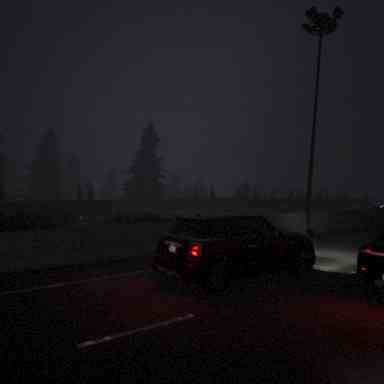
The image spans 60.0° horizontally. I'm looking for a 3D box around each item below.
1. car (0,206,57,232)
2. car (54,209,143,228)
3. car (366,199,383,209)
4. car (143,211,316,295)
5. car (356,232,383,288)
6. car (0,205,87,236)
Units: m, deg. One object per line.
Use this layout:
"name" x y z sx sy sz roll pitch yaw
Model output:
"car" -8.837 1.487 14.886 4.902 1.511 2.128 0 0 -35
"car" -2.946 1.534 14.790 5.357 1.411 2.033 0 0 -36
"car" 20.692 1.445 35.950 4.674 1.442 1.812 0 0 -35
"car" 1.276 1.339 8.958 4.553 1.767 2.097 0 0 -36
"car" 5.859 1.473 7.928 4.902 1.511 2.128 0 0 -36
"car" -9.026 1.539 19.051 5.357 1.411 2.033 0 0 -36
